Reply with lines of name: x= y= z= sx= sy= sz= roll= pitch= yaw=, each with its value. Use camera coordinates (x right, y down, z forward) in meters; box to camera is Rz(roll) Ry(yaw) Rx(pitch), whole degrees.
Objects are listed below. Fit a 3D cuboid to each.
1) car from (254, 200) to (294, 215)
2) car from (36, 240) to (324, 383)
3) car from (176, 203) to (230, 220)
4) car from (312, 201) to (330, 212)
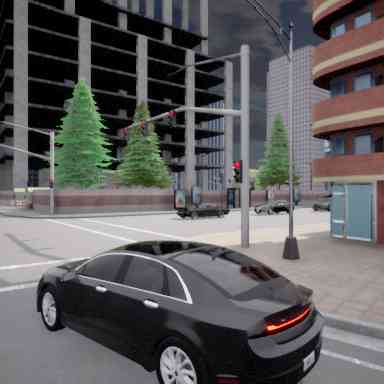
car: x=8.566 y=1.547 z=34.543 sx=4.902 sy=1.511 sz=2.128 roll=0 pitch=0 yaw=-35
car: x=-0.602 y=1.505 z=5.065 sx=4.892 sy=1.490 sz=1.837 roll=0 pitch=0 yaw=41
car: x=0.973 y=1.656 z=29.125 sx=4.718 sy=1.301 sz=1.895 roll=0 pitch=0 yaw=-36
car: x=16.663 y=1.407 z=40.295 sx=4.553 sy=1.767 sz=2.097 roll=0 pitch=0 yaw=-35
